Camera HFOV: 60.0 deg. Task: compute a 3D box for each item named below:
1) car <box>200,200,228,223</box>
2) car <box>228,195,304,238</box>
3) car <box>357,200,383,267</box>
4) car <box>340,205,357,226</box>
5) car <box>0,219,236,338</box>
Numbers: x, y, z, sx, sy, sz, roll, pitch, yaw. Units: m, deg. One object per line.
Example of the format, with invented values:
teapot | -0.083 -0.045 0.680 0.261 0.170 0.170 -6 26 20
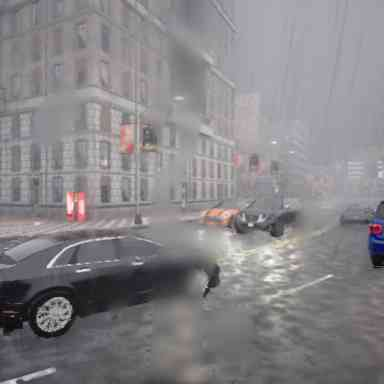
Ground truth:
car | 2.388 1.334 21.490 2.097 1.767 4.553 0 0 33
car | 4.391 1.207 18.168 2.150 2.045 5.566 0 0 35
car | 7.313 1.212 10.492 2.150 2.045 5.566 0 -1 43
car | 11.311 1.551 22.594 1.994 1.385 4.181 0 0 30
car | -1.569 1.497 6.655 4.892 1.490 1.837 0 1 -38
